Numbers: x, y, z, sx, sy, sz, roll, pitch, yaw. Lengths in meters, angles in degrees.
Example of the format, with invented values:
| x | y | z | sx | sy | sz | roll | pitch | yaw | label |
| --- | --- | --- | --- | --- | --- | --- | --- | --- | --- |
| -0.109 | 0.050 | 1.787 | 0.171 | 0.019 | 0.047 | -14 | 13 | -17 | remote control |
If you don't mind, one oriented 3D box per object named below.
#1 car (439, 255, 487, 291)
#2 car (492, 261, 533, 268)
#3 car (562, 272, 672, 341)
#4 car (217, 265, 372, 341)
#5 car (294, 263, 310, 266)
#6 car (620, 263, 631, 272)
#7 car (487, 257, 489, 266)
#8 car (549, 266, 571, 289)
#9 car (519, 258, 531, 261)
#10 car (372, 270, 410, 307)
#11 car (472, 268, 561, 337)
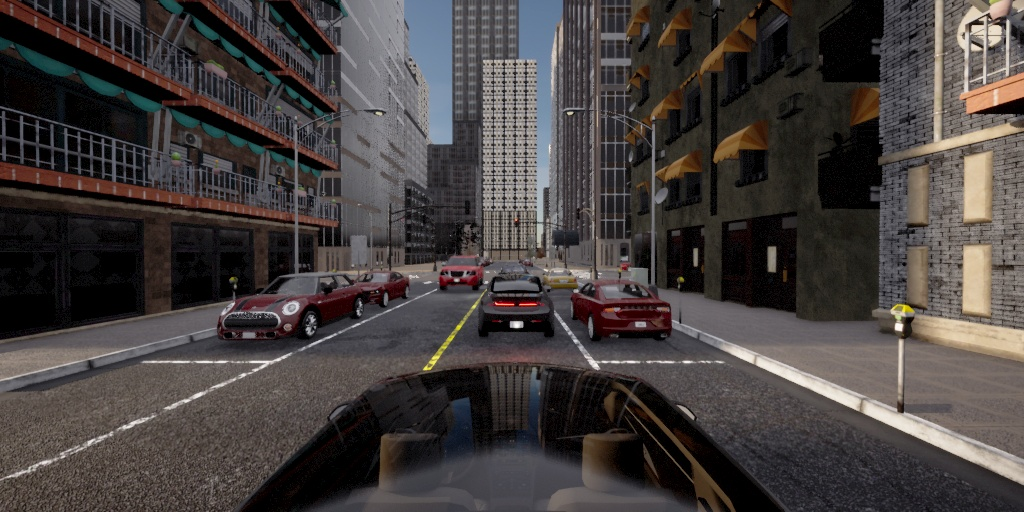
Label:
| x | y | z | sx | sy | sz | roll | pitch | yaw | label |
| --- | --- | --- | --- | --- | --- | --- | --- | --- | --- |
| -2.983 | 0.962 | 22.141 | 2.150 | 2.045 | 5.566 | 0 | 0 | 0 | car |
| 0.115 | 1.239 | 20.405 | 2.128 | 1.511 | 4.902 | 0 | 0 | 0 | car |
| 2.697 | 1.294 | 9.720 | 1.888 | 1.381 | 4.507 | 0 | 0 | 0 | car |
| -5.685 | 1.188 | 9.742 | 1.967 | 1.591 | 4.097 | 0 | 0 | 0 | car |
| -23.801 | 1.494 | 39.612 | 4.097 | 1.591 | 1.967 | 0 | 0 | 0 | car |
| 14.297 | 1.005 | 39.899 | 4.507 | 1.381 | 1.888 | 0 | 0 | 0 | car |
| -5.635 | 1.291 | 64.302 | 1.888 | 1.381 | 4.507 | 0 | 0 | 0 | car |
| 2.706 | 1.272 | 20.937 | 1.751 | 1.417 | 4.829 | 0 | 0 | 0 | car |
| 2.745 | 1.185 | 64.293 | 1.967 | 1.591 | 4.097 | 0 | 0 | 0 | car |
| -5.680 | 1.293 | 15.265 | 1.888 | 1.381 | 4.507 | 0 | 0 | 0 | car |
| 0.107 | 1.253 | 10.272 | 1.837 | 1.490 | 4.892 | 0 | 0 | 0 | car |
